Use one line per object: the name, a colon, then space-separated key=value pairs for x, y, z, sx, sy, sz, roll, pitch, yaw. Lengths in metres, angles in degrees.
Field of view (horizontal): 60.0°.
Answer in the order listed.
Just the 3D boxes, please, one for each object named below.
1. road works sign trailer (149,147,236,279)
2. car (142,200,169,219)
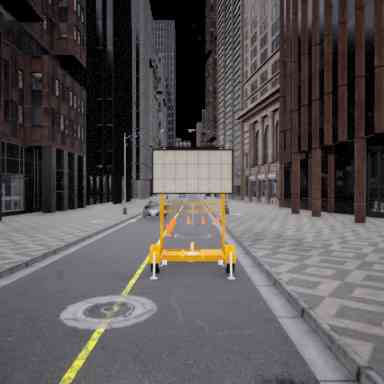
road works sign trailer: x=0.019 y=0.457 z=9.962 sx=2.380 sy=3.560 sz=2.880 roll=0 pitch=0 yaw=0
car: x=-3.043 y=1.445 z=28.458 sx=2.128 sy=1.511 sz=4.902 roll=0 pitch=0 yaw=0
